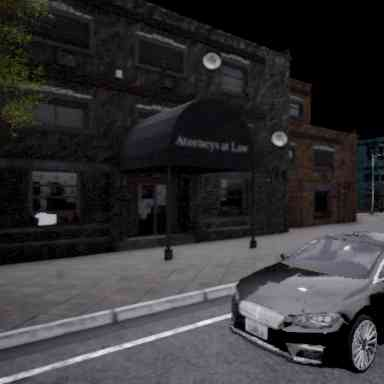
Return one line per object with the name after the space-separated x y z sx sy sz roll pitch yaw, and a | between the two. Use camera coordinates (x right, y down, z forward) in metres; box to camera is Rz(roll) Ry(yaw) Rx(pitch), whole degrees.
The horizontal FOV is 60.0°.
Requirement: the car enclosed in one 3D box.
2.819 1.492 5.696 4.902 1.511 2.128 0 0 -35 | car
